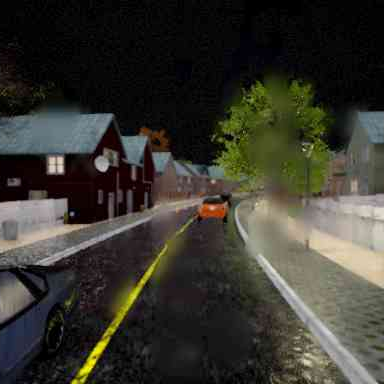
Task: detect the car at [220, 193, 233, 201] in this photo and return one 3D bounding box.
[{"bbox_3d":[6.392,0.880,61.616,2.033,1.411,5.357,0,1,10],"label":"car"}]

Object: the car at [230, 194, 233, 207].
[{"bbox_3d":[4.288,1.152,43.228,1.812,1.442,4.674,0,1,11],"label":"car"}]

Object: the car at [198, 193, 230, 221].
[{"bbox_3d":[1.670,1.186,25.878,2.097,1.767,4.553,0,1,6],"label":"car"}]

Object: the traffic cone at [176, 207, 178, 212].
[{"bbox_3d":[-1.472,1.703,33.085,0.340,0.580,0.340,0,1,8],"label":"traffic cone"}]

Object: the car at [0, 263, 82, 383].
[{"bbox_3d":[-2.768,1.536,3.226,2.033,1.411,5.357,0,0,1],"label":"car"}]
